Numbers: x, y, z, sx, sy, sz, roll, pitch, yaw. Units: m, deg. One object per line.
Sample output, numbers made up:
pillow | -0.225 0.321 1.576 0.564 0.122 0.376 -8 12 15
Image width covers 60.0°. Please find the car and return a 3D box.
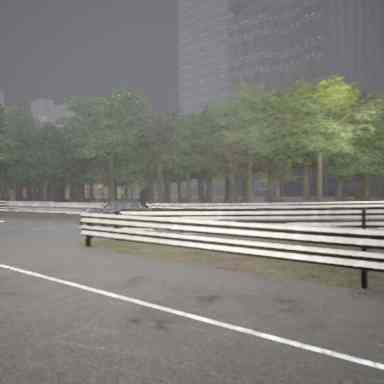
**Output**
car | -4.617 1.338 20.468 4.553 1.767 2.097 0 0 15
